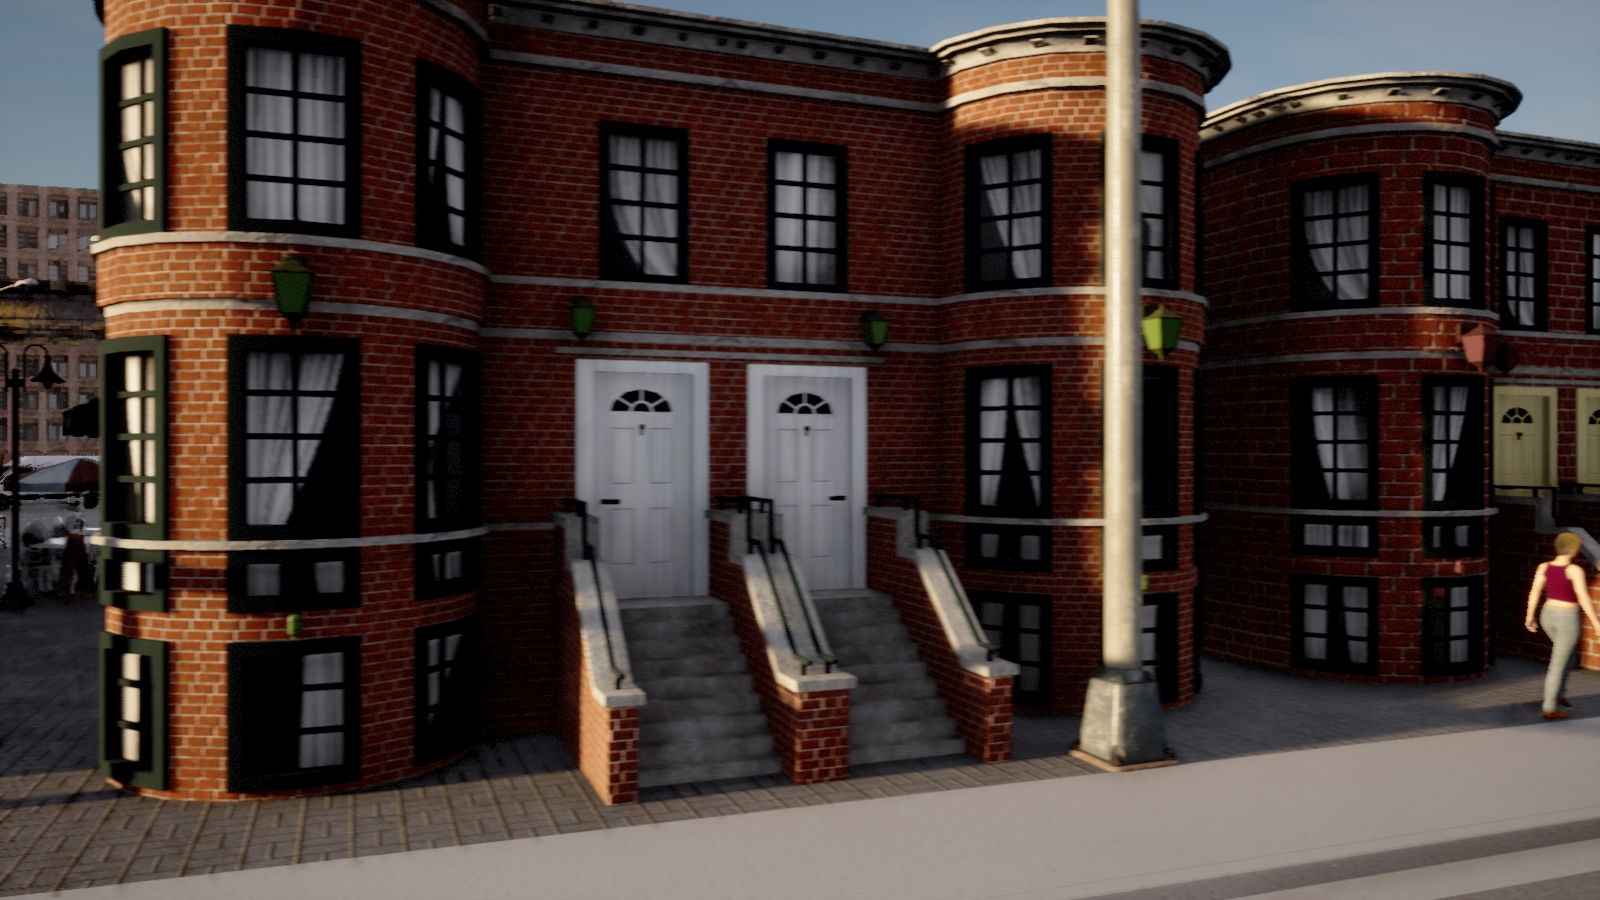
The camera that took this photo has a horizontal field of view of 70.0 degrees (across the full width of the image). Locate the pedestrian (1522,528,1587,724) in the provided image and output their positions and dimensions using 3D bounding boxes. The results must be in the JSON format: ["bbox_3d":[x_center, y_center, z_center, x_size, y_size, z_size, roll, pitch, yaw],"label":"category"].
[{"bbox_3d":[7.419,1.710,11.242,0.375,1.860,0.375,0,0,-16],"label":"pedestrian"}]

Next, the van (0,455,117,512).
[{"bbox_3d":[-35.959,1.523,54.109,1.988,2.561,5.915,0,0,38],"label":"van"}]
